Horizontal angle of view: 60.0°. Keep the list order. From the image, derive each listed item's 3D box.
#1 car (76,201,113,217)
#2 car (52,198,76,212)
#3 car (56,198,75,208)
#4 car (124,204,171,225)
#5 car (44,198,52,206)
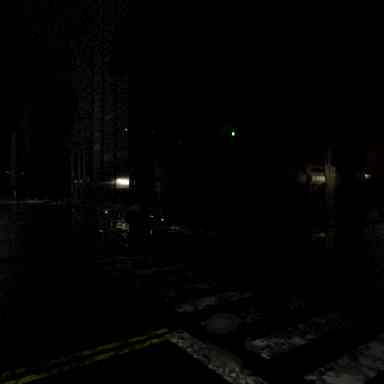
[{"bbox_3d":[-9.327,1.619,32.701,2.128,1.511,4.902,1,-1,-35],"label":"car"},{"bbox_3d":[-15.469,1.724,41.395,2.033,1.411,5.357,1,-1,-34],"label":"car"},{"bbox_3d":[-20.676,1.790,54.255,1.812,1.442,4.674,1,-1,-35],"label":"car"},{"bbox_3d":[-3.386,1.607,24.331,1.812,1.442,4.674,1,-1,-37],"label":"car"},{"bbox_3d":[-26.467,1.802,62.431,2.128,1.511,4.902,1,-1,-36],"label":"car"}]
